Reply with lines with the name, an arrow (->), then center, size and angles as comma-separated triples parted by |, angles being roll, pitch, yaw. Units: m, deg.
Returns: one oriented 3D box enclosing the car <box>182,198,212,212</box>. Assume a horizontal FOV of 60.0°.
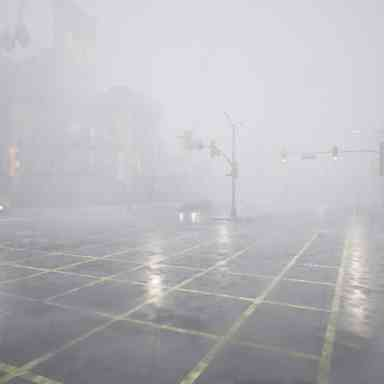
car -> 0.635, 1.478, 39.580 | 1.882, 1.535, 5.008 | 0, 0, 28
